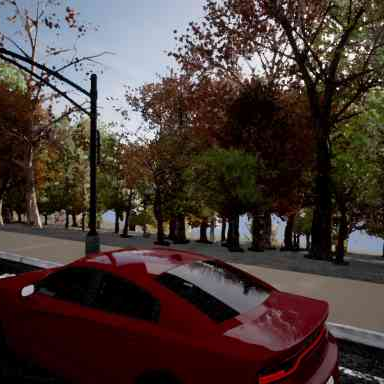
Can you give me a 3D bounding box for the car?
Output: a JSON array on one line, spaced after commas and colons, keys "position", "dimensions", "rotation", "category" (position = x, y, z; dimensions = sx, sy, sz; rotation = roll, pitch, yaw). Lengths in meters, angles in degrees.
[{"position": [-0.849, 1.477, 4.283], "dimensions": [5.008, 1.535, 1.882], "rotation": [0, 0, 35], "category": "car"}]
